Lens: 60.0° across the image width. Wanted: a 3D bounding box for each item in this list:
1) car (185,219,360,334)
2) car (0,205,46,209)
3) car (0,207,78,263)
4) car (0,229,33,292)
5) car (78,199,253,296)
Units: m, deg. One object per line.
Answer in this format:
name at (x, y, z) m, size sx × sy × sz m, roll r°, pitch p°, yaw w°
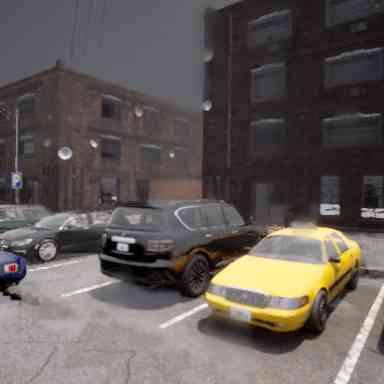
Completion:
car at (2.276, 1.467, 7.103) m, size 1.946 × 1.575 × 5.366 m, roll 0°, pitch 0°, yaw 36°
car at (-6.616, 1.291, 13.637) m, size 2.185 × 1.767 × 4.553 m, roll 0°, pitch 0°, yaw 36°
car at (-4.346, 1.434, 12.063) m, size 2.231 × 1.521 × 4.892 m, roll 0°, pitch 0°, yaw 36°
car at (-5.827, 1.560, 7.538) m, size 4.718 × 1.301 × 1.895 m, roll 0°, pitch 0°, yaw 36°
car at (0.156, 1.206, 8.878) m, size 2.435 × 2.045 × 5.566 m, roll 0°, pitch 0°, yaw 36°
